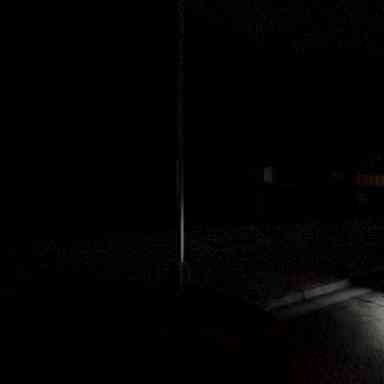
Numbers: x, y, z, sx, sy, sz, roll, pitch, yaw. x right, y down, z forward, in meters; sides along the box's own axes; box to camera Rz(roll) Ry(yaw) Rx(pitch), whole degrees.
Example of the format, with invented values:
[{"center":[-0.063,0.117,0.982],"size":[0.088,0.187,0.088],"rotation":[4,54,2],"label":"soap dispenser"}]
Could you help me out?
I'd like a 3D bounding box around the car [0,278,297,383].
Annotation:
[{"center":[-1.480,1.443,2.052],"size":[5.008,1.535,1.882],"rotation":[0,1,-35],"label":"car"}]
